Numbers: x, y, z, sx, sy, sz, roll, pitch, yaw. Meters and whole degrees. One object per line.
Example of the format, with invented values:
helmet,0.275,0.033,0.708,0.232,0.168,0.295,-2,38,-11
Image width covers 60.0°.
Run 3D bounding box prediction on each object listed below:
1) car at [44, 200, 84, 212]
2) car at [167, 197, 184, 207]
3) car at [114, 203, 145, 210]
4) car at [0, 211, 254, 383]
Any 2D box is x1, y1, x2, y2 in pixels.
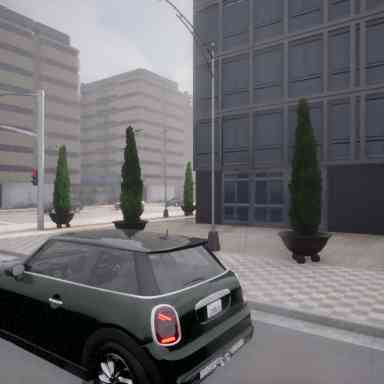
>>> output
car,-14.093,1.560,35.981,1.837,1.490,4.892,0,0,35
car,-2.250,1.560,52.741,1.837,1.490,4.892,0,0,35
car,-8.198,1.581,44.321,1.812,1.442,4.674,0,0,35
car,-1.472,1.352,5.043,4.553,1.767,2.097,0,0,35
